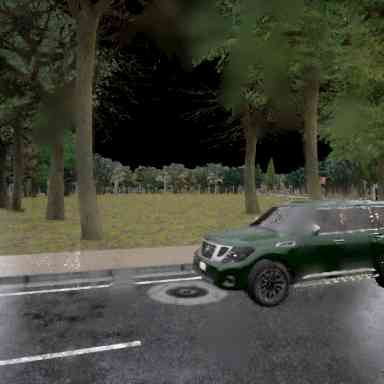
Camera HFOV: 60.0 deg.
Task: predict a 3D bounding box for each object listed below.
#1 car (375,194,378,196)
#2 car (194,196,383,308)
[{"bbox_3d":[45.225,1.253,80.036,1.994,1.385,4.181,0,0,5],"label":"car"},{"bbox_3d":[2.853,1.221,7.985,5.566,2.045,2.150,0,0,-19],"label":"car"}]
